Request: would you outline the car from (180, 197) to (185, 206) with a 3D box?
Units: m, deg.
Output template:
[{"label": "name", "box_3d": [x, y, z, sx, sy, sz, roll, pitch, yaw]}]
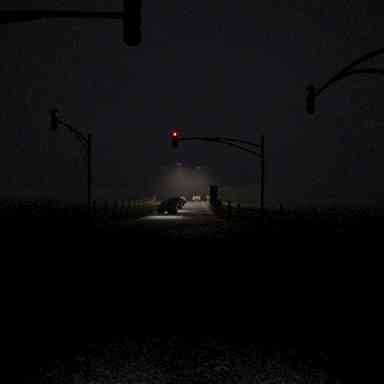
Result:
[{"label": "car", "box_3d": [-2.299, 1.514, 43.977, 1.837, 1.490, 4.892, 0, 0, 1]}]

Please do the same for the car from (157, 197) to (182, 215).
[{"label": "car", "box_3d": [-2.440, 1.553, 34.199, 2.033, 1.411, 5.357, 0, 0, 0]}]

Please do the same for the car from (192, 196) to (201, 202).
[{"label": "car", "box_3d": [1.008, 1.617, 75.973, 1.895, 1.301, 4.718, 0, 0, 1]}]

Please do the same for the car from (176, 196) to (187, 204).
[{"label": "car", "box_3d": [-1.972, 1.581, 63.830, 1.994, 1.385, 4.181, 0, 0, 2]}]

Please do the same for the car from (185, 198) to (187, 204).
[{"label": "car", "box_3d": [-2.163, 1.560, 53.824, 2.033, 1.411, 5.357, 0, 0, 1]}]
